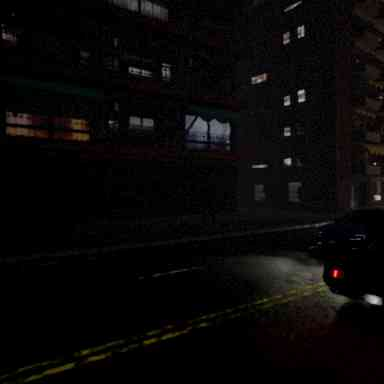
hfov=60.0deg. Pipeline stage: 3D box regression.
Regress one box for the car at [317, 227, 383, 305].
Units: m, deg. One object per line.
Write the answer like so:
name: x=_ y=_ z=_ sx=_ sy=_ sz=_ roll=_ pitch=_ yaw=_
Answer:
car: x=4.920 y=1.550 z=7.042 sx=4.718 sy=1.301 sz=1.895 roll=0 pitch=0 yaw=-36

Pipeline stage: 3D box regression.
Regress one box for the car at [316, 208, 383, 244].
car: x=6.730 y=1.398 z=12.669 sx=5.008 sy=1.535 sz=1.882 roll=0 pitch=0 yaw=-37
